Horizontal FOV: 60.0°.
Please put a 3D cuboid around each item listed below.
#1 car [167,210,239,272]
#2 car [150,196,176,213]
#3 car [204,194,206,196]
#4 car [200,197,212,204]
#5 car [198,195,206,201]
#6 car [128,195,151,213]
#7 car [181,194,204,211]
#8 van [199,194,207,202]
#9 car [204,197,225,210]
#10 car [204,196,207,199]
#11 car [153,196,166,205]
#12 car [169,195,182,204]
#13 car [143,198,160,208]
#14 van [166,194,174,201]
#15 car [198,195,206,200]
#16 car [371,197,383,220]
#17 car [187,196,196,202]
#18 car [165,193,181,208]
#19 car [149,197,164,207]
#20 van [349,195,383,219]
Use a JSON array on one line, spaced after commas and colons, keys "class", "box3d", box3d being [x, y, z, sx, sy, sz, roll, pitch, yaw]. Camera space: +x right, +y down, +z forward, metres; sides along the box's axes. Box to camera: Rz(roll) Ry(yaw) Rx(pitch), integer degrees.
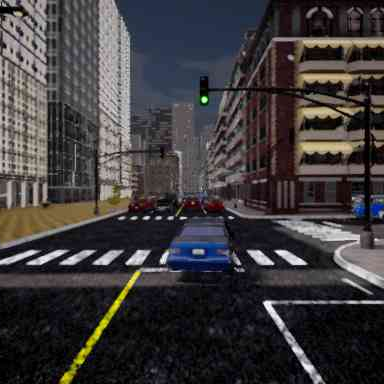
[{"class": "car", "box3d": [0.497, 1.543, 10.799, 2.033, 1.411, 5.357, 0, 0, 8]}, {"class": "car", "box3d": [-3.095, 1.520, 36.394, 1.812, 1.442, 4.674, 0, 0, 0]}, {"class": "car", "box3d": [2.677, 1.438, 47.769, 1.967, 1.590, 4.097, 0, 0, 0]}, {"class": "car", "box3d": [2.674, 1.573, 64.352, 1.947, 1.339, 4.313, 0, 0, 0]}, {"class": "car", "box3d": [2.672, 1.573, 86.463, 1.887, 1.381, 4.507, 0, 0, 0]}, {"class": "car", "box3d": [-5.702, 1.310, 36.714, 2.192, 1.841, 5.009, 0, 0, 0]}, {"class": "car", "box3d": [0.093, 1.347, 40.988, 2.097, 1.767, 4.553, 0, 0, 0]}, {"class": "van", "box3d": [2.672, 1.364, 80.935, 1.690, 1.788, 3.998, 0, 0, 0]}, {"class": "car", "box3d": [2.679, 1.540, 36.714, 1.887, 1.381, 4.507, 0, 0, 0]}, {"class": "car", "box3d": [2.678, 1.541, 42.241, 1.887, 1.381, 4.507, 0, 0, 0]}, {"class": "car", "box3d": [-5.705, 1.443, 58.824, 1.967, 1.590, 4.097, 0, 0, 0]}, {"class": "car", "box3d": [-3.042, 1.361, 62.032, 2.097, 1.767, 4.553, 0, 0, 0]}, {"class": "car", "box3d": [-5.703, 1.542, 47.768, 1.887, 1.381, 4.507, 0, 0, 0]}, {"class": "van", "box3d": [-5.710, 1.369, 86.463, 1.690, 1.788, 3.998, 0, 0, 0]}, {"class": "car", "box3d": [2.671, 1.585, 91.990, 2.008, 1.369, 4.403, 0, 0, 0]}, {"class": "car", "box3d": [14.752, 1.253, 21.703, 4.902, 1.511, 2.128, -1, 0, 0]}, {"class": "car", "box3d": [-0.013, 1.571, 76.598, 1.994, 1.385, 4.181, 0, 0, 0]}, {"class": "car", "box3d": [-3.082, 1.220, 48.790, 2.150, 2.045, 5.566, 0, 0, 0]}, {"class": "car", "box3d": [-5.704, 1.565, 53.297, 1.947, 1.339, 4.313, 0, 0, 0]}, {"class": "van", "box3d": [13.704, 1.104, 24.271, 3.998, 1.788, 1.690, -1, 1, 0]}]
